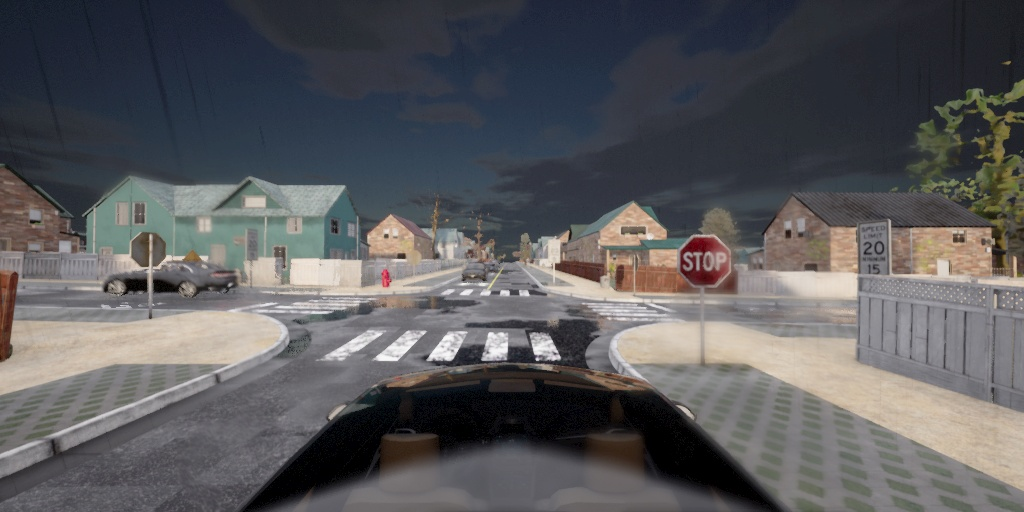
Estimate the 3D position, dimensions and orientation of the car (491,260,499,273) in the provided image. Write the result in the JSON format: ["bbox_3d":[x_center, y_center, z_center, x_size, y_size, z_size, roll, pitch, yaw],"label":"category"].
[{"bbox_3d":[-2.983,1.371,43.942,1.994,1.385,4.181,0,0,0],"label":"car"}]

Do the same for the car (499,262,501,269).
[{"bbox_3d":[-2.949,1.397,61.841,2.128,1.511,4.902,0,0,0],"label":"car"}]

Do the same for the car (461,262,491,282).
[{"bbox_3d":[-2.937,1.278,29.081,1.837,1.490,4.892,0,0,0],"label":"car"}]

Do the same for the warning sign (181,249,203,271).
[{"bbox_3d":[-15.840,0.606,17.740,1.060,1.860,1.300,0,0,0],"label":"warning sign"}]

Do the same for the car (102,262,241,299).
[{"bbox_3d":[-14.436,0.975,15.322,4.902,1.511,2.128,1,-1,0],"label":"car"}]
